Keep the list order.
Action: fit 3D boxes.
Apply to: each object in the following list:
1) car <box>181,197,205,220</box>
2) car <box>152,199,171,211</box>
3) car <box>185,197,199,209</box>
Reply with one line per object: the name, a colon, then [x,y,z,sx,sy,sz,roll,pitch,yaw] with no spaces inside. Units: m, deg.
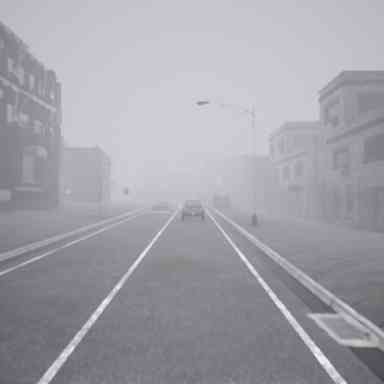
car: [0.097,1.481,27.850,2.128,1.511,4.902,0,0,0]
car: [-3.583,1.549,39.426,1.994,1.385,4.181,0,0,0]
car: [0.041,1.489,45.411,1.837,1.490,4.892,0,0,0]
